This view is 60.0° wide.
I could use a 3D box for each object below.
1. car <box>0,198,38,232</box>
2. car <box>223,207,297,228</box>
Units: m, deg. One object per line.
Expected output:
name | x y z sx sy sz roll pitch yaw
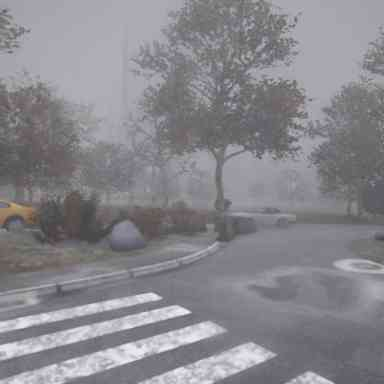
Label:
car | -9.505 0.932 14.598 5.008 1.535 1.882 5 -3 -37
car | 4.430 1.662 22.324 4.718 1.301 1.895 1 0 -11
